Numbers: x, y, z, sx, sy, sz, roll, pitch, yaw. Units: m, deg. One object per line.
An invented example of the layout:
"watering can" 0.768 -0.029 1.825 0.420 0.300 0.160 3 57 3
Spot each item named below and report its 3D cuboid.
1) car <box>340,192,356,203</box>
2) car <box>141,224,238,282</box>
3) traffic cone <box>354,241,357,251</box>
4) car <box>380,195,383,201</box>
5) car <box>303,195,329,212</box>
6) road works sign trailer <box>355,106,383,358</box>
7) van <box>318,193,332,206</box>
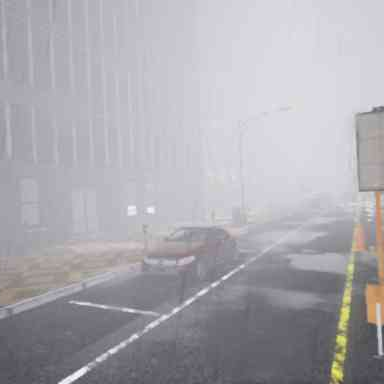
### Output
"car" 24.161 0.803 51.562 2.097 1.767 4.553 -3 -1 27
"car" 0.146 1.675 10.171 1.802 1.307 4.206 -3 -1 27
"traffic cone" 6.053 1.816 12.025 0.340 0.580 0.340 -3 -1 27
"car" 30.793 0.611 52.056 1.967 1.590 4.097 -3 0 27
"car" 13.029 1.341 35.550 2.008 1.369 4.403 -3 -1 27
"road works sign trailer" 3.956 0.347 5.220 2.380 3.560 2.880 -3 -1 27
"van" 18.173 1.001 45.703 1.690 1.788 3.998 -3 -1 27
